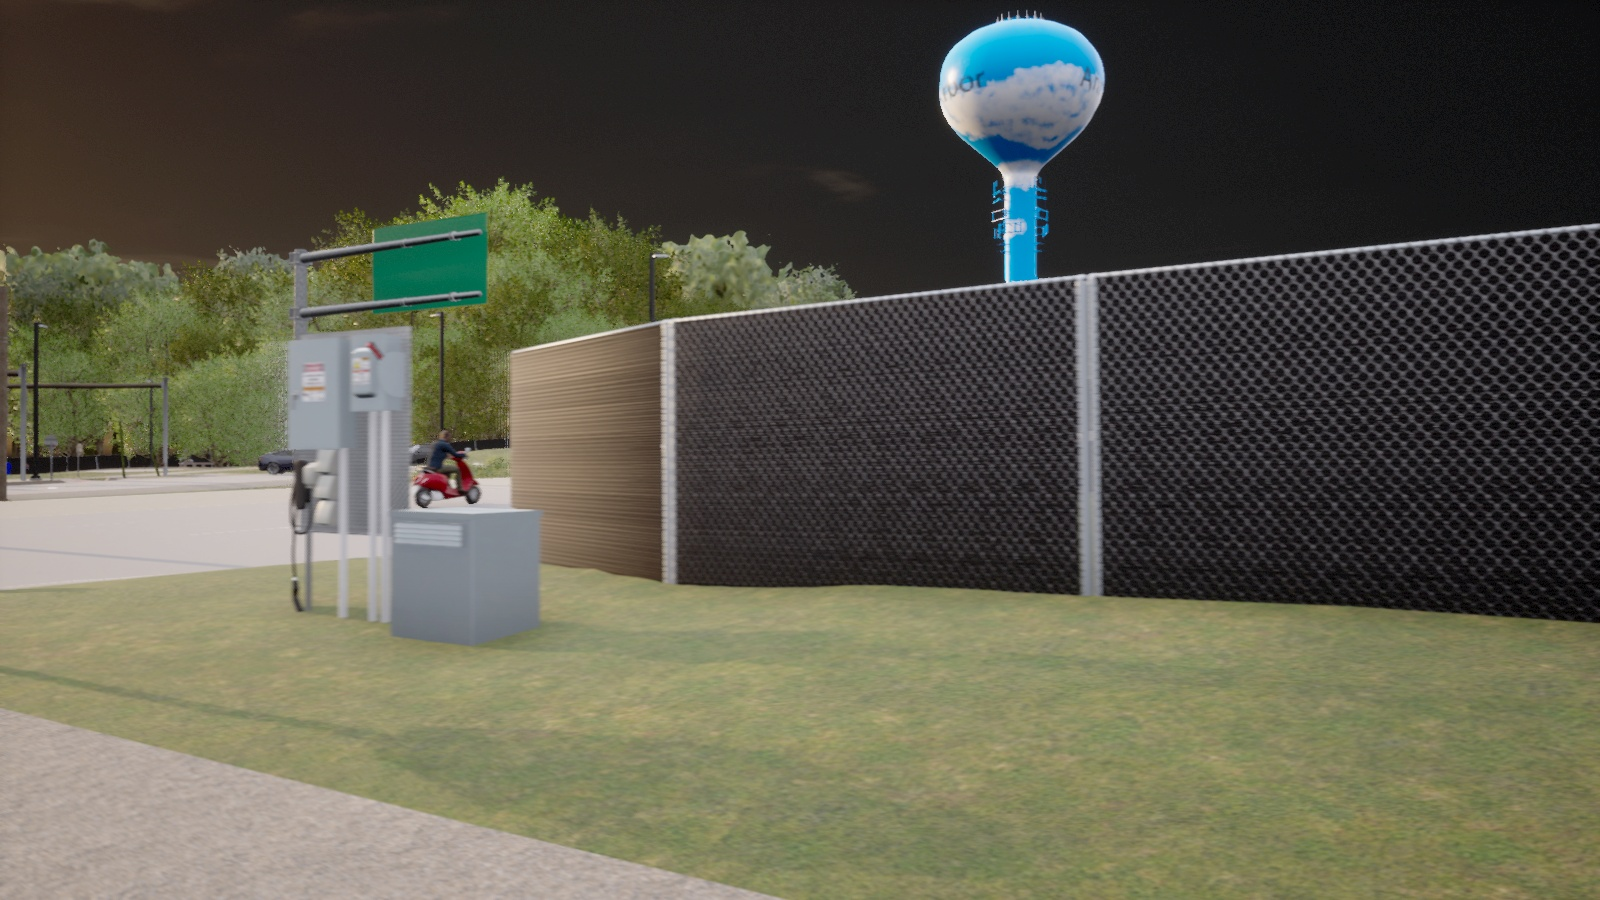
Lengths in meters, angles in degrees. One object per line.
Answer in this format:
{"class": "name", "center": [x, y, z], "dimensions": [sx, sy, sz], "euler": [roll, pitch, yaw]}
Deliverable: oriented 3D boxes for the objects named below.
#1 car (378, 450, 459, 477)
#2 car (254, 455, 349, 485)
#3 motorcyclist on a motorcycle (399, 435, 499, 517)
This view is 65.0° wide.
{"class": "car", "center": [-24.088, 0.838, 79.528], "dimensions": [1.812, 1.442, 4.674], "euler": [-1, 2, 37]}
{"class": "car", "center": [-29.207, 1.172, 73.756], "dimensions": [4.792, 1.488, 2.163], "euler": [-2, 1, -10]}
{"class": "motorcyclist on a motorcycle", "center": [-7.275, 0.519, 26.102], "dimensions": [0.866, 1.590, 1.817], "euler": [-1, 1, 34]}
